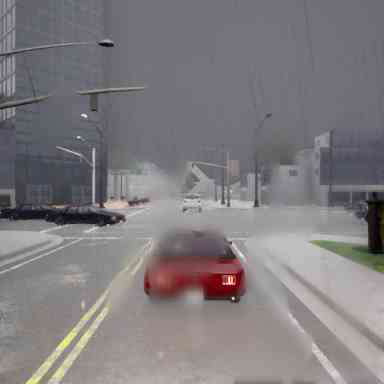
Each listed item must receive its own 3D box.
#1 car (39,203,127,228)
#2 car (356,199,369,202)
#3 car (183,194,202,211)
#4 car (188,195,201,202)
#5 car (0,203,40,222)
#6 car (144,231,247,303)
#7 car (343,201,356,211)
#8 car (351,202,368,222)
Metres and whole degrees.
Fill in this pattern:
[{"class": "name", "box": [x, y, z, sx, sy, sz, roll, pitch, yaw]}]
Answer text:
[{"class": "car", "box": [-7.194, 1.581, 22.498, 5.357, 1.411, 2.033, 0, 0, 15]}, {"class": "car", "box": [19.876, 1.480, 34.088, 4.674, 1.442, 1.812, 0, 0, 0]}, {"class": "car", "box": [0.044, 1.235, 40.541, 2.150, 2.045, 5.566, 0, 0, 0]}, {"class": "car", "box": [0.663, 1.540, 77.390, 2.033, 1.411, 5.357, 0, 0, 12]}, {"class": "car", "box": [-12.426, 1.616, 26.647, 5.357, 1.411, 2.033, -1, 0, -1]}, {"class": "car", "box": [0.071, 1.601, 8.183, 1.895, 1.301, 4.718, 0, 0, 0]}, {"class": "car", "box": [19.372, 1.520, 37.583, 4.181, 1.385, 1.994, 0, 0, -1]}, {"class": "car", "box": [14.154, 1.586, 23.336, 4.718, 1.301, 1.895, 0, 0, 0]}]
